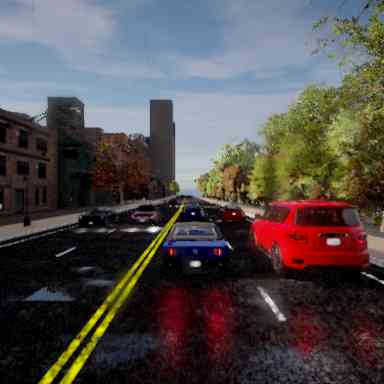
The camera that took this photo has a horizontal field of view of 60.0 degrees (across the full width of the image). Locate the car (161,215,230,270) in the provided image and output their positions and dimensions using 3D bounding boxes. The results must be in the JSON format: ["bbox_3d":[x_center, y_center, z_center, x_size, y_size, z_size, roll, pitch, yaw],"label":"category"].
[{"bbox_3d":[0.098,1.667,11.220,1.895,1.301,4.718,0,0,0],"label":"car"}]

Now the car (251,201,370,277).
[{"bbox_3d":[3.347,1.284,10.547,2.150,2.045,5.566,0,0,0],"label":"car"}]

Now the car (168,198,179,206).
[{"bbox_3d":[-3.530,1.958,65.055,1.994,1.385,4.181,0,0,-1],"label":"car"}]

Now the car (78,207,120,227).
[{"bbox_3d":[-6.606,1.742,23.977,1.895,1.301,4.718,0,0,0],"label":"car"}]

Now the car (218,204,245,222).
[{"bbox_3d":[3.342,1.731,28.474,1.994,1.385,4.181,0,0,0],"label":"car"}]

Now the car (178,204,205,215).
[{"bbox_3d":[0.092,1.732,28.530,1.994,1.385,4.181,0,0,0],"label":"car"}]

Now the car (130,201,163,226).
[{"bbox_3d":[-3.355,1.672,24.789,1.812,1.442,4.674,0,0,0],"label":"car"}]

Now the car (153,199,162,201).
[{"bbox_3d":[-6.767,2.001,64.975,1.895,1.301,4.718,0,0,-1],"label":"car"}]
